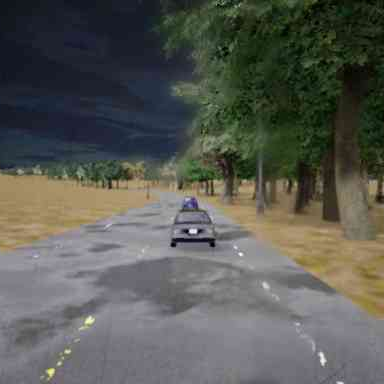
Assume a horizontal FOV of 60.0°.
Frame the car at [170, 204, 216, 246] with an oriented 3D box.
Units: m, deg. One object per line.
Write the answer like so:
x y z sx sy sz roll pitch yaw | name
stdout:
0.029 1.468 14.711 2.033 1.411 5.357 0 0 0 | car

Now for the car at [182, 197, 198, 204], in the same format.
-0.229 1.287 39.547 1.812 1.442 4.674 0 0 -1 | car
